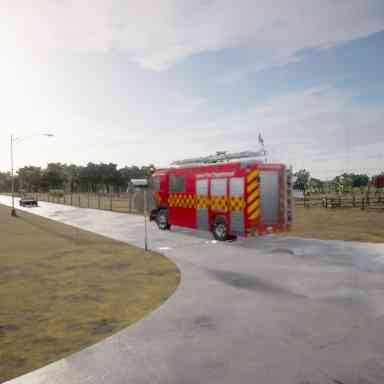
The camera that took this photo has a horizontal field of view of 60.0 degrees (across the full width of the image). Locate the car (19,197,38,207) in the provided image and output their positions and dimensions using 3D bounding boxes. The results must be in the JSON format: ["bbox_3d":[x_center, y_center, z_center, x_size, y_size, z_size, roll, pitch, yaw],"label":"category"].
[{"bbox_3d":[-23.026,1.367,46.776,1.895,1.301,4.718,-2,1,-35],"label":"car"}]

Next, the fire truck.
[{"bbox_3d":[0.909,0.215,17.181,2.891,3.827,8.468,-2,1,-35],"label":"fire truck"}]
